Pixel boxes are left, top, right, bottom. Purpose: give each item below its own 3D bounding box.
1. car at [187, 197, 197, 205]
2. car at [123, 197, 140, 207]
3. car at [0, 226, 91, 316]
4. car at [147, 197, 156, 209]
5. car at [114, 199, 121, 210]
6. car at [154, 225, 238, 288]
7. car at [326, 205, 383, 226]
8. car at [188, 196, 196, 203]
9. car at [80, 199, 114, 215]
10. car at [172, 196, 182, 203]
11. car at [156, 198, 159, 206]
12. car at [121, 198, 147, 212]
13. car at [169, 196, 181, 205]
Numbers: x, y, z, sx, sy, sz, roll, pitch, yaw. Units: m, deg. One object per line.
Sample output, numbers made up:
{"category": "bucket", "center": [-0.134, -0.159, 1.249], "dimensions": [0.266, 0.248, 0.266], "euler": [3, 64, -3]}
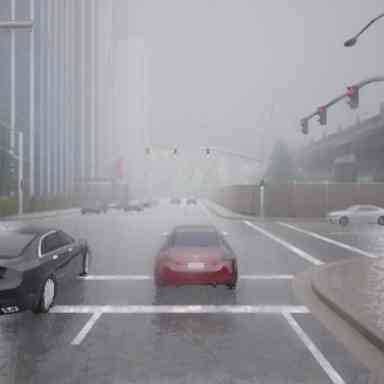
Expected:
{"category": "car", "center": [-0.001, 1.753, 67.694], "dimensions": [1.882, 1.535, 5.008], "euler": [0, 0, 0]}
{"category": "car", "center": [-10.539, 1.728, 58.322], "dimensions": [2.128, 1.511, 4.902], "euler": [0, 0, 0]}
{"category": "car", "center": [-3.681, 1.542, 7.581], "dimensions": [1.837, 1.490, 4.892], "euler": [0, 0, -4]}
{"category": "car", "center": [-7.089, 1.804, 50.051], "dimensions": [1.895, 1.301, 4.718], "euler": [0, 0, 0]}
{"category": "car", "center": [-10.596, 1.680, 46.421], "dimensions": [2.128, 1.511, 4.902], "euler": [0, 0, 0]}
{"category": "car", "center": [0.090, 1.614, 9.348], "dimensions": [1.994, 1.385, 4.181], "euler": [0, -1, 0]}
{"category": "car", "center": [12.364, 1.683, 24.660], "dimensions": [4.674, 1.442, 1.812], "euler": [0, 0, -3]}
{"category": "car", "center": [-0.010, 1.796, 78.101], "dimensions": [1.882, 1.535, 5.008], "euler": [0, 0, 0]}
{"category": "car", "center": [-10.603, 1.696, 36.681], "dimensions": [2.033, 1.411, 5.357], "euler": [0, 0, 0]}
{"category": "car", "center": [-3.510, 1.701, 77.572], "dimensions": [2.128, 1.511, 4.902], "euler": [0, 0, 0]}
{"category": "car", "center": [-7.030, 1.735, 60.069], "dimensions": [2.128, 1.511, 4.902], "euler": [0, 0, 0]}
{"category": "car", "center": [-7.085, 1.692, 40.972], "dimensions": [1.812, 1.442, 4.674], "euler": [0, 0, 0]}
{"category": "car", "center": [-3.509, 1.777, 67.147], "dimensions": [1.837, 1.490, 4.892], "euler": [0, 0, 0]}
